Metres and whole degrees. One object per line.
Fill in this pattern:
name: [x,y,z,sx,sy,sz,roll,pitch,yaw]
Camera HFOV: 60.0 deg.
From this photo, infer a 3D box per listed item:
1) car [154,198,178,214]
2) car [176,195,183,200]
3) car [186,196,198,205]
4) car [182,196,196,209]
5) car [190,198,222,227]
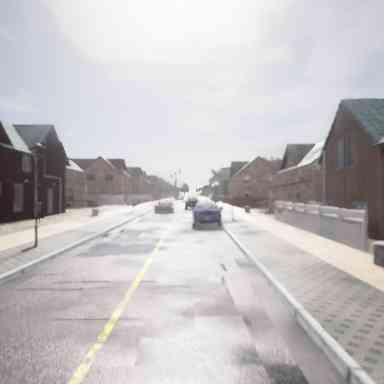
car: [-2.844,1.550,34.924,1.895,1.301,4.718,0,0,0]
car: [-2.750,1.416,76.729,1.994,1.385,4.181,0,0,0]
car: [0.000,1.420,57.464,1.882,1.535,5.008,0,0,0]
car: [0.021,1.447,43.449,1.837,1.490,4.892,0,-1,0]
car: [0.963,1.440,22.716,1.882,1.535,5.008,0,0,0]
